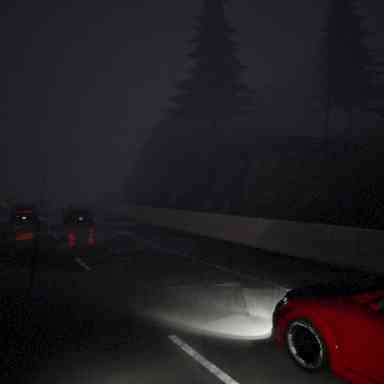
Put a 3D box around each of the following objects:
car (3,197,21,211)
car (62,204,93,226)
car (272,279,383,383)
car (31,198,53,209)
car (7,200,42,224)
[{"bbox_3d":[-23.506,1.501,44.004,2.097,1.767,4.553,0,0,-22],"label":"car"},{"bbox_3d":[-8.440,1.611,24.366,1.812,1.442,4.674,0,0,-25],"label":"car"},{"bbox_3d":[2.907,1.579,3.649,1.994,1.385,4.181,0,0,-32],"label":"car"},{"bbox_3d":[-20.941,1.710,47.100,2.033,1.411,5.357,0,0,-16],"label":"car"},{"bbox_3d":[-12.971,1.593,25.922,1.837,1.490,4.892,0,0,-24],"label":"car"}]
